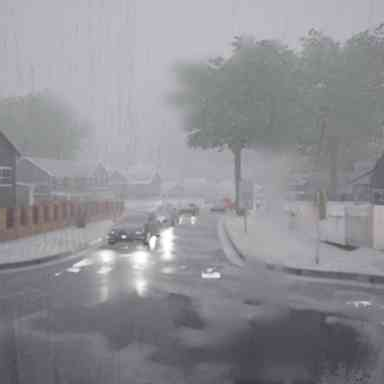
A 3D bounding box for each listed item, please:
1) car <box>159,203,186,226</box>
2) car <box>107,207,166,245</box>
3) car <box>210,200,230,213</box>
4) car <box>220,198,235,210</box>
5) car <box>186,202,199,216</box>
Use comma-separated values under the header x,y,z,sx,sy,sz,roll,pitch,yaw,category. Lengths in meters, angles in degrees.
x,y,z,sx,sy,sz,roll,pitch,yaw,category
-2.065,1.851,26.842,2.128,1.511,4.902,0,-1,5,car
-2.761,1.728,16.841,1.837,1.490,4.892,0,-1,5,car
3.919,2.254,48.703,1.994,1.385,4.181,0,-1,13,car
6.149,2.035,58.397,2.150,2.045,5.566,0,-1,15,car
-0.302,2.041,40.920,1.882,1.535,5.008,0,-1,9,car
